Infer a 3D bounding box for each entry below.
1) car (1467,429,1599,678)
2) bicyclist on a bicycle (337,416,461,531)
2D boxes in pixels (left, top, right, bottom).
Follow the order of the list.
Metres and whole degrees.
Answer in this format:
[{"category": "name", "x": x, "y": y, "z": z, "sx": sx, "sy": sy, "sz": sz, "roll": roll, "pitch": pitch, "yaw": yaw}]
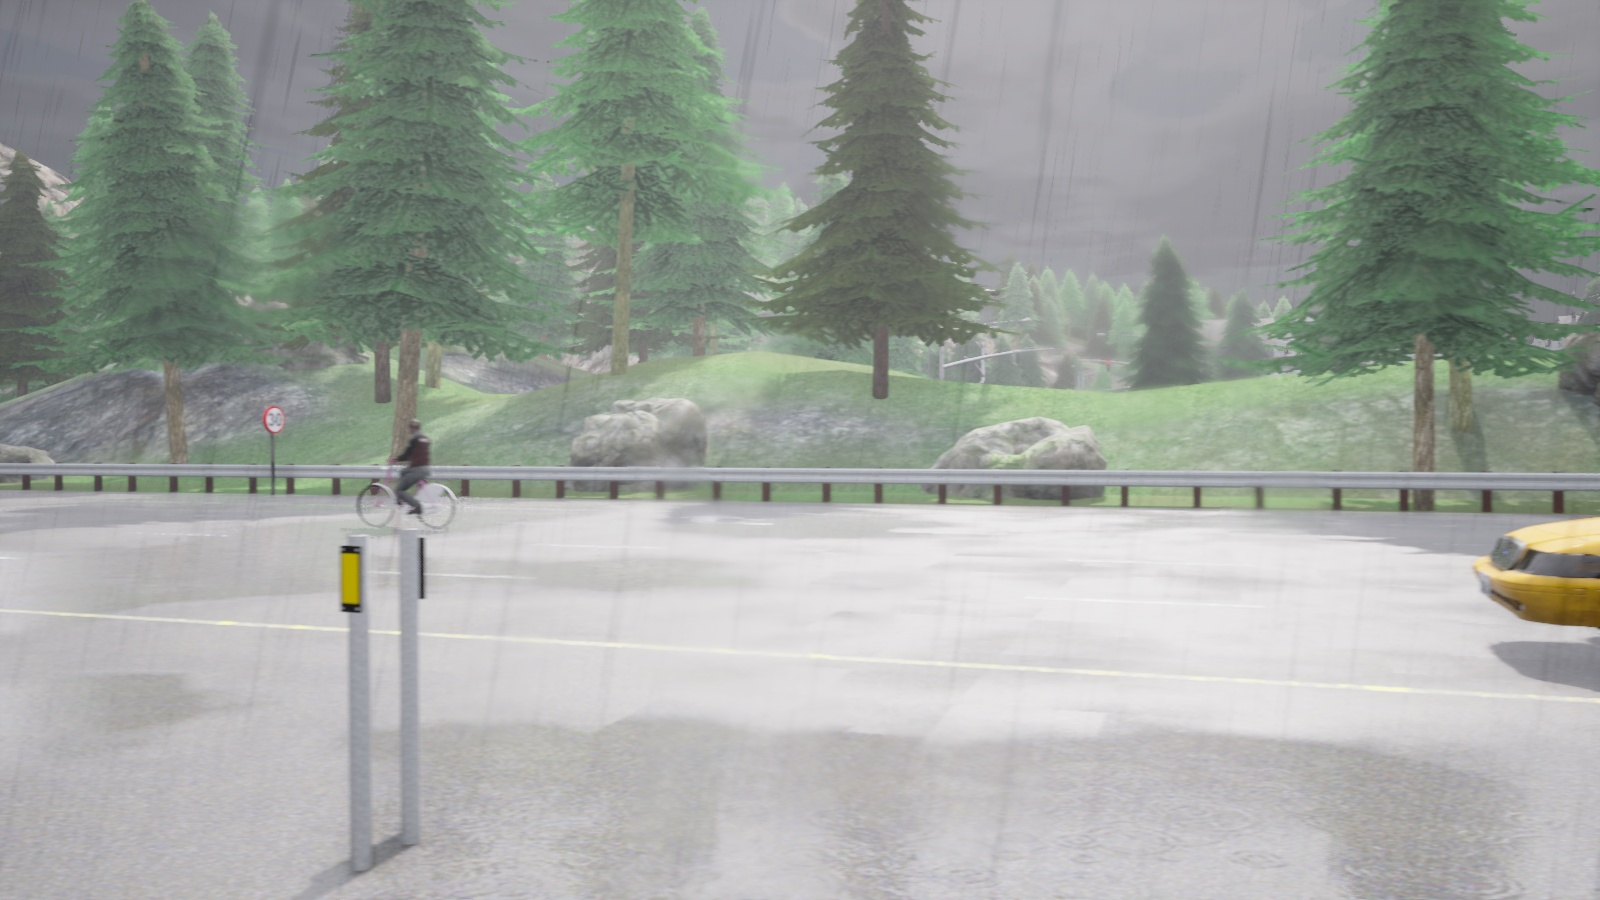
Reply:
[{"category": "car", "x": 7.459, "y": 0.665, "z": 8.068, "sx": 5.366, "sy": 1.575, "sz": 1.801, "roll": 1, "pitch": 1, "yaw": 19}, {"category": "bicyclist on a bicycle", "x": -6.427, "y": 0.350, "z": 20.128, "sx": 1.843, "sy": 1.776, "sz": 0.659, "roll": 1, "pitch": 1, "yaw": 19}]
